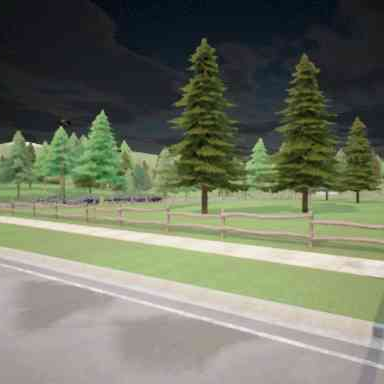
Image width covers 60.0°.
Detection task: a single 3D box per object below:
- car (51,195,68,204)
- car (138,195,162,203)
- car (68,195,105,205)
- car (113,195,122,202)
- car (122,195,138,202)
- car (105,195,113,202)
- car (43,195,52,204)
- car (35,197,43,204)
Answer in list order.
[{"bbox_3d":[-20.332,1.481,55.467,1.895,1.301,4.718,0,0,35],"label":"car"},{"bbox_3d":[-7.930,1.377,66.918,1.837,1.490,4.892,0,0,36],"label":"car"},{"bbox_3d":[-17.098,1.241,53.986,2.097,1.767,4.553,0,0,35],"label":"car"},{"bbox_3d":[-13.981,1.422,70.441,1.994,1.385,4.181,0,0,35],"label":"car"},{"bbox_3d":[-11.218,1.430,68.285,2.033,1.411,5.357,0,0,35],"label":"car"},{"bbox_3d":[-17.004,1.383,72.226,2.128,1.511,4.902,0,0,35],"label":"car"},{"bbox_3d":[-22.761,1.365,58.076,2.128,1.511,4.902,0,0,35],"label":"car"},{"bbox_3d":[-25.856,1.355,59.724,2.128,1.511,4.902,0,0,36],"label":"car"}]
